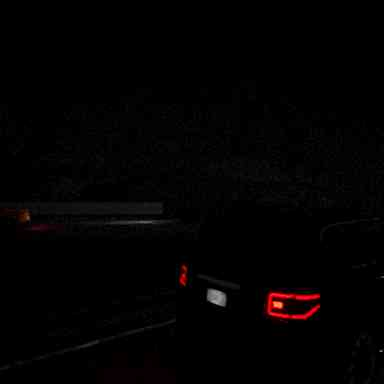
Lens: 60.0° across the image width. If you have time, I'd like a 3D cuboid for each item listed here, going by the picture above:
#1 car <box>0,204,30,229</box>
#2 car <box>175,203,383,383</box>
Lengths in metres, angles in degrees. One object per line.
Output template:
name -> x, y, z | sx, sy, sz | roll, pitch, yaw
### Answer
car -> -13.045, 1.499, 21.048 | 5.008, 1.535, 1.882 | 0, 0, -13
car -> 2.312, 1.257, 5.327 | 5.566, 2.045, 2.150 | 1, -1, -40
